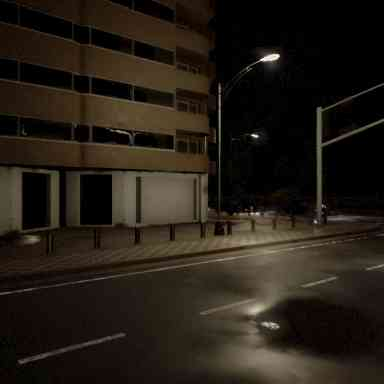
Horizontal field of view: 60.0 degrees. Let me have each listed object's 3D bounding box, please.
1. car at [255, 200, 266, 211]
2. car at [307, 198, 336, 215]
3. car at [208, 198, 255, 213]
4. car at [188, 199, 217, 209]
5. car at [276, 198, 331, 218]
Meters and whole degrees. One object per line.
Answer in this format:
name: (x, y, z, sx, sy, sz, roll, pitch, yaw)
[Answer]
car: (6.946, 1.560, 41.091, 1.837, 1.490, 4.892, 0, 0, -36)
car: (12.192, 1.407, 33.819, 2.097, 1.767, 4.553, 0, 0, -36)
car: (4.388, 1.603, 38.653, 2.033, 1.411, 5.357, 0, 0, -36)
car: (1.472, 1.656, 48.691, 1.895, 1.301, 4.718, 0, 0, -36)
car: (10.013, 1.581, 30.886, 1.812, 1.442, 4.674, 0, 0, -37)
